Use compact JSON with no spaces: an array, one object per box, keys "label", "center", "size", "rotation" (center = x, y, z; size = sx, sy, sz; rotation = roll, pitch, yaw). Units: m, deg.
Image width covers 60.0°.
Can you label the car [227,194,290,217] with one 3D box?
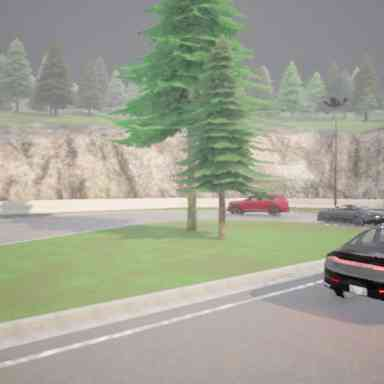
[{"label":"car","center":[5.956,1.138,30.173],"size":[5.566,2.045,2.150],"rotation":[0,-1,17]}]

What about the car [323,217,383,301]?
[{"label":"car","center":[4.802,1.472,7.136],"size":[4.902,1.511,2.128],"rotation":[0,0,-36]}]

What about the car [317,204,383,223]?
[{"label":"car","center":[10.609,1.503,22.530],"size":[1.994,1.385,4.181],"rotation":[0,0,-29]}]
